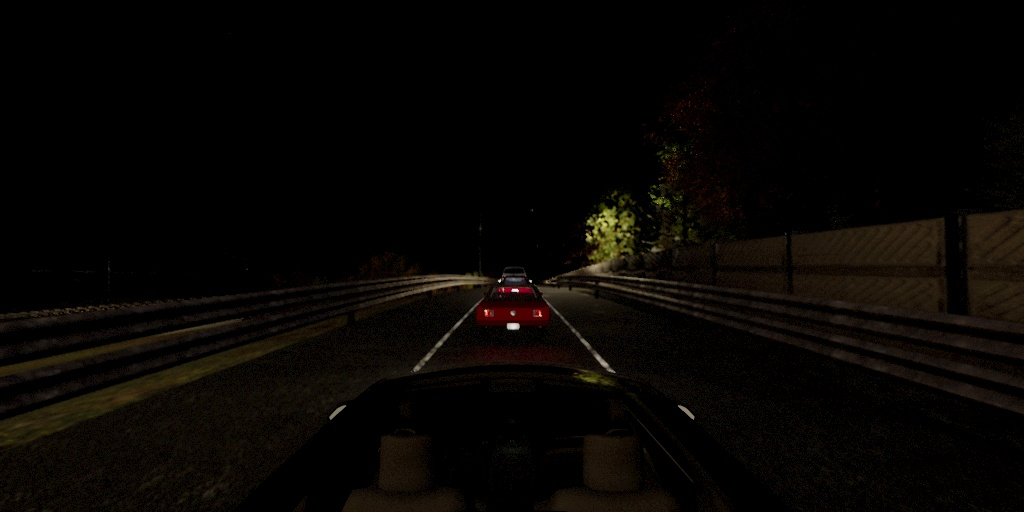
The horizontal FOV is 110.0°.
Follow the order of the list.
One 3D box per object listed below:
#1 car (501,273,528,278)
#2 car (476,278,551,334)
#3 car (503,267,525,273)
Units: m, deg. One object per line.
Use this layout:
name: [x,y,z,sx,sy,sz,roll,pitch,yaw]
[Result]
car: [0.168,1.762,19.539,1.994,1.385,4.181,0,-2,0]
car: [0.038,1.516,11.141,1.895,1.301,4.718,0,-2,0]
car: [0.214,2.033,31.226,2.150,2.045,5.566,0,-4,1]
